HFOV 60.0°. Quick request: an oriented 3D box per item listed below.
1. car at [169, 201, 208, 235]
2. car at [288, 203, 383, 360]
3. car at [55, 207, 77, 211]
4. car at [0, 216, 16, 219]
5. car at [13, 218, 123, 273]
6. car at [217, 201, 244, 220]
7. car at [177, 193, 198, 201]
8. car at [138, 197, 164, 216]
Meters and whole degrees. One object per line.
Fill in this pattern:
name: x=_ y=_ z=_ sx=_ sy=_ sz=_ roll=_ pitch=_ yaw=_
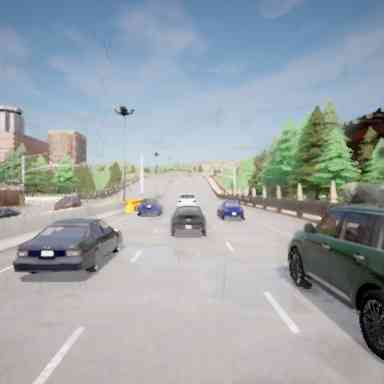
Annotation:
car: x=-0.203 y=1.472 z=18.470 sx=1.837 sy=1.490 sz=4.892 roll=0 pitch=0 yaw=-1
car: x=3.509 y=1.203 z=6.037 sx=2.150 sy=2.045 sz=5.566 roll=0 pitch=0 yaw=-1
car: x=-14.743 y=1.317 z=39.926 sx=2.097 sy=1.767 sz=4.553 roll=0 pitch=0 yaw=-1
car: x=-10.886 y=1.487 z=17.582 sx=2.128 sy=1.511 sz=4.902 roll=0 pitch=0 yaw=-1
car: x=-3.563 y=1.538 z=10.592 sx=2.033 sy=1.411 sz=5.357 roll=0 pitch=0 yaw=-1
car: x=3.145 y=1.472 z=27.505 sx=1.812 sy=1.442 sz=4.674 roll=0 pitch=0 yaw=-1
car: x=-0.542 y=1.157 z=38.327 sx=2.150 sy=2.045 sz=5.566 roll=0 pitch=0 yaw=-1
car: x=-3.940 y=1.306 z=32.396 sx=2.097 sy=1.767 sz=4.553 roll=0 pitch=0 yaw=-1
